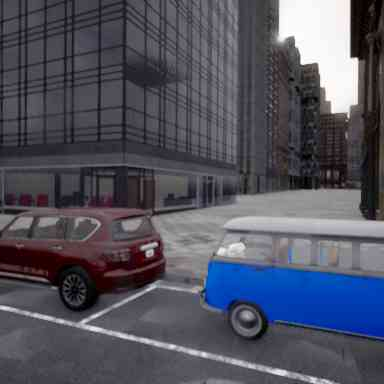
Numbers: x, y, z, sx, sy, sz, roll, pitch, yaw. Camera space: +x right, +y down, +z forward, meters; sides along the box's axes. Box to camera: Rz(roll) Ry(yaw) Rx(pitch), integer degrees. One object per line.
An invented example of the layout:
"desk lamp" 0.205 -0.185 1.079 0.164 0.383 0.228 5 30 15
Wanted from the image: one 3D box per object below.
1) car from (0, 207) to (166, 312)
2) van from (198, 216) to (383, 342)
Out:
"car" -2.981 1.263 7.522 5.009 1.841 2.192 0 1 25
"van" 2.124 1.318 5.105 3.998 1.788 1.690 0 1 25
